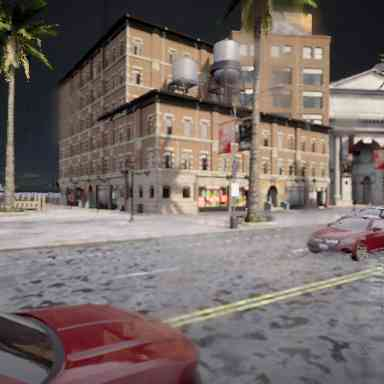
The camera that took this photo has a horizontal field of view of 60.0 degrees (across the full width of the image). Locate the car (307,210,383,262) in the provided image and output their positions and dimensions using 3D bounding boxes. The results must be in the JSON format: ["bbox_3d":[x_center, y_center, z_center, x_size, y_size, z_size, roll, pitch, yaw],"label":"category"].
[{"bbox_3d":[6.413,1.624,12.730,4.674,1.442,1.812,1,0,-35],"label":"car"}]

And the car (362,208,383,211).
[{"bbox_3d":[11.055,1.688,20.196,4.674,1.442,1.812,1,0,-34],"label":"car"}]

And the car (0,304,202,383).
[{"bbox_3d":[-2.185,1.472,2.108,5.008,1.535,1.882,0,0,-36],"label":"car"}]
